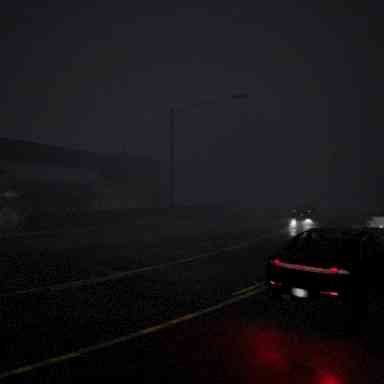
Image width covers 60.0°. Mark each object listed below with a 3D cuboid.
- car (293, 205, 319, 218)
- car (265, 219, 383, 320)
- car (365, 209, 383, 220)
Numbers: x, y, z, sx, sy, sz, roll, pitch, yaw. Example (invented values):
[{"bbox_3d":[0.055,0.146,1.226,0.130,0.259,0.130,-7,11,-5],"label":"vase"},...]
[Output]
[{"bbox_3d":[12.087,2.030,35.258,1.895,1.301,4.718,0,-1,30],"label":"car"},{"bbox_3d":[3.450,1.586,7.676,2.128,1.511,4.902,0,-1,40],"label":"car"},{"bbox_3d":[12.133,1.797,21.211,1.812,1.442,4.674,0,-1,31],"label":"car"}]
